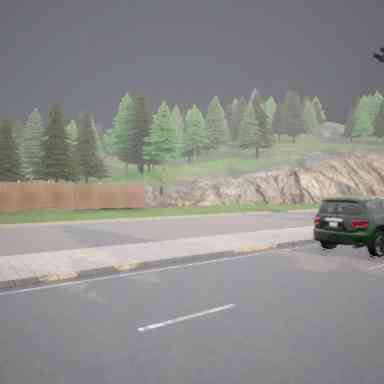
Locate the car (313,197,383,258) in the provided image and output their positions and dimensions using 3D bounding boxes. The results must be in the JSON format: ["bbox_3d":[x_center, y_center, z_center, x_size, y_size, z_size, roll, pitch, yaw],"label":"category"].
[{"bbox_3d":[7.086,1.219,13.100,5.566,2.045,2.150,0,0,-36],"label":"car"}]
